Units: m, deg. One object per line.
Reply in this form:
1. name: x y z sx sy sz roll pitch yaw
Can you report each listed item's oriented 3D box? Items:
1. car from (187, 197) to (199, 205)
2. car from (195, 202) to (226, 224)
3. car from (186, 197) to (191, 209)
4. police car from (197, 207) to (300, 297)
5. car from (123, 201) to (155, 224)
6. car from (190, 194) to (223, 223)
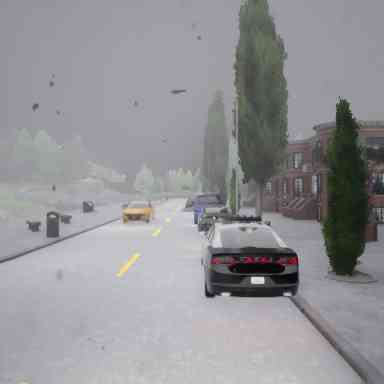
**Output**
1. car: 0.129 1.564 58.911 1.994 1.385 4.181 0 0 0
2. car: 1.240 1.505 18.604 1.837 1.490 4.892 0 0 0
3. car: 0.118 1.601 46.176 1.895 1.301 4.718 0 0 1
4. police car: 1.219 1.425 8.714 1.930 1.638 5.238 0 0 0
5. car: -3.945 1.477 25.241 1.882 1.535 5.008 0 0 0
6. car: 1.193 1.174 24.634 2.150 2.045 5.566 -3 0 0
